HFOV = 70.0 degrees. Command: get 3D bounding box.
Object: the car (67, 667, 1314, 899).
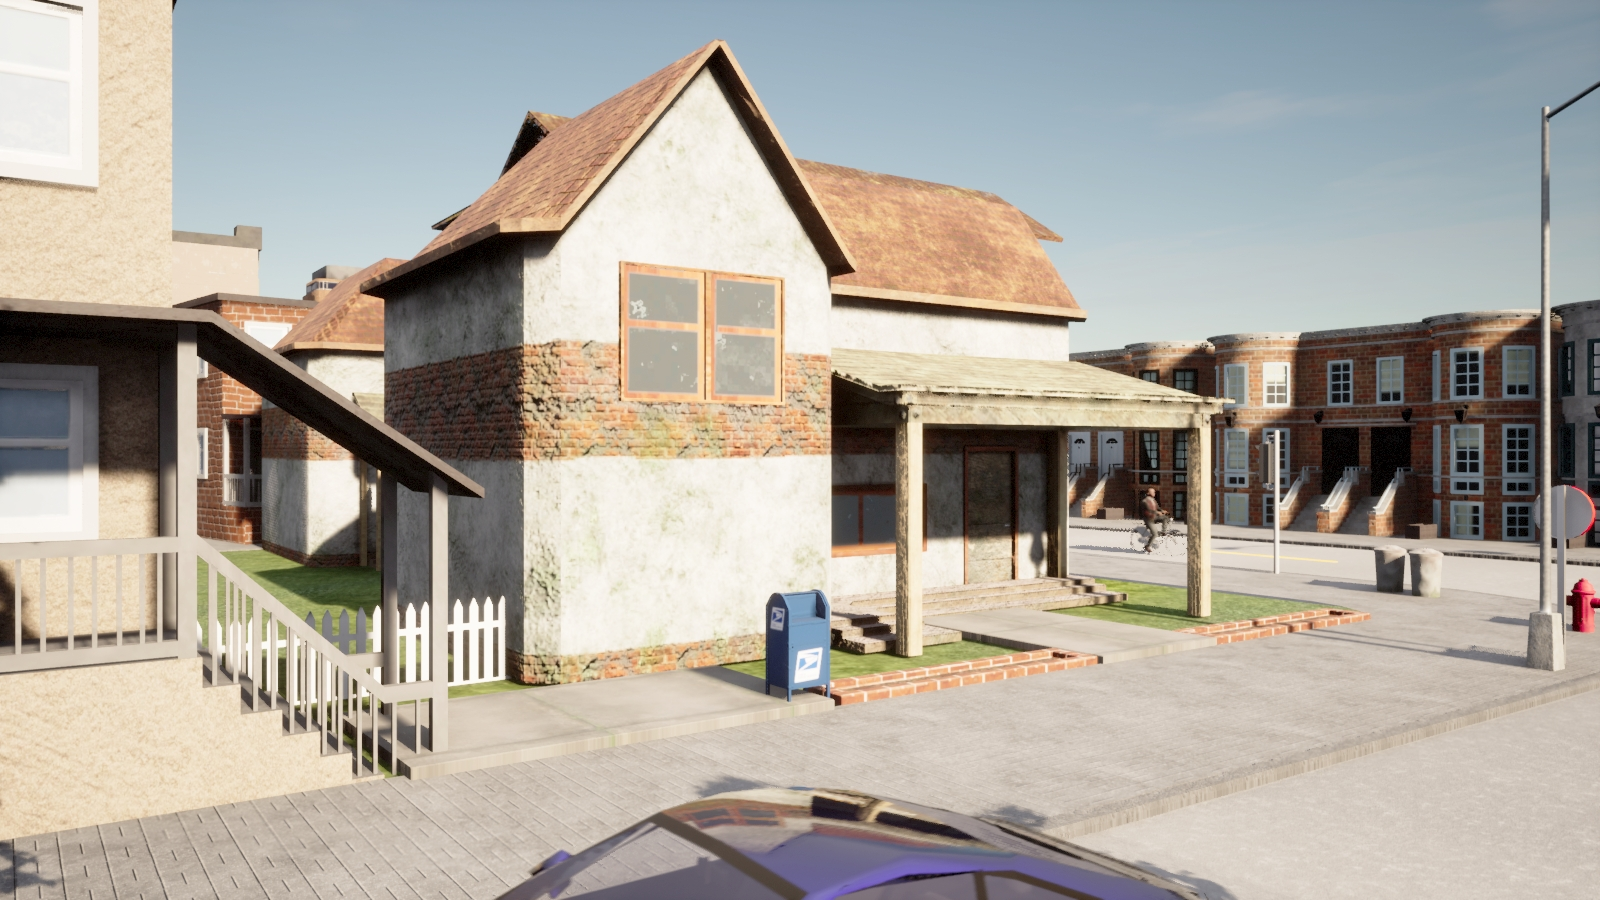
[{"bbox_3d":[-0.198,1.896,4.258,4.181,1.385,1.994,0,0,-35],"label":"car"}]
